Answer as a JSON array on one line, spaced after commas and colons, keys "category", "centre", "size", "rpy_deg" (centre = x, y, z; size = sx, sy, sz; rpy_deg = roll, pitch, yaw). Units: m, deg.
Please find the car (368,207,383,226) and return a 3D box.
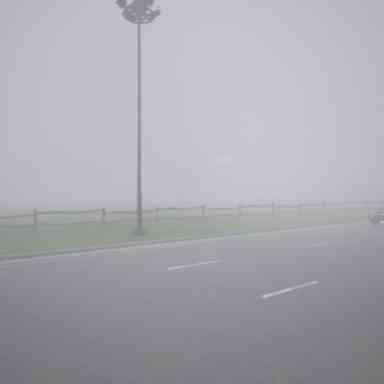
[{"category": "car", "centre": [14.330, 1.684, 23.310], "size": [4.718, 1.301, 1.895], "rpy_deg": [0, 0, -37]}]
